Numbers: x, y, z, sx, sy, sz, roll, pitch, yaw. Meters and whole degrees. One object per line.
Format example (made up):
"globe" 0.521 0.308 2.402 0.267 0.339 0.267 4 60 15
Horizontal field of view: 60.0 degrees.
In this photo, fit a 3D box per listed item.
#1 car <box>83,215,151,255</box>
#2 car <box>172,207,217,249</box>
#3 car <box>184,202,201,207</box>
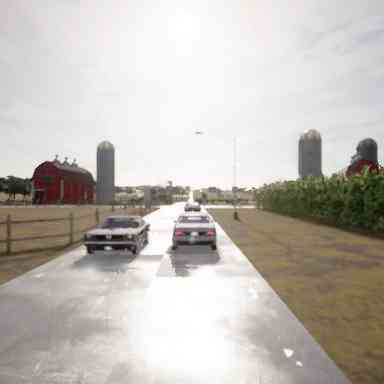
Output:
"car" -2.859 1.639 13.625 1.895 1.301 4.718 0 0 0
"car" 0.093 1.590 14.704 2.033 1.411 5.357 0 0 0
"car" 0.081 1.772 36.950 1.895 1.301 4.718 0 -1 0
